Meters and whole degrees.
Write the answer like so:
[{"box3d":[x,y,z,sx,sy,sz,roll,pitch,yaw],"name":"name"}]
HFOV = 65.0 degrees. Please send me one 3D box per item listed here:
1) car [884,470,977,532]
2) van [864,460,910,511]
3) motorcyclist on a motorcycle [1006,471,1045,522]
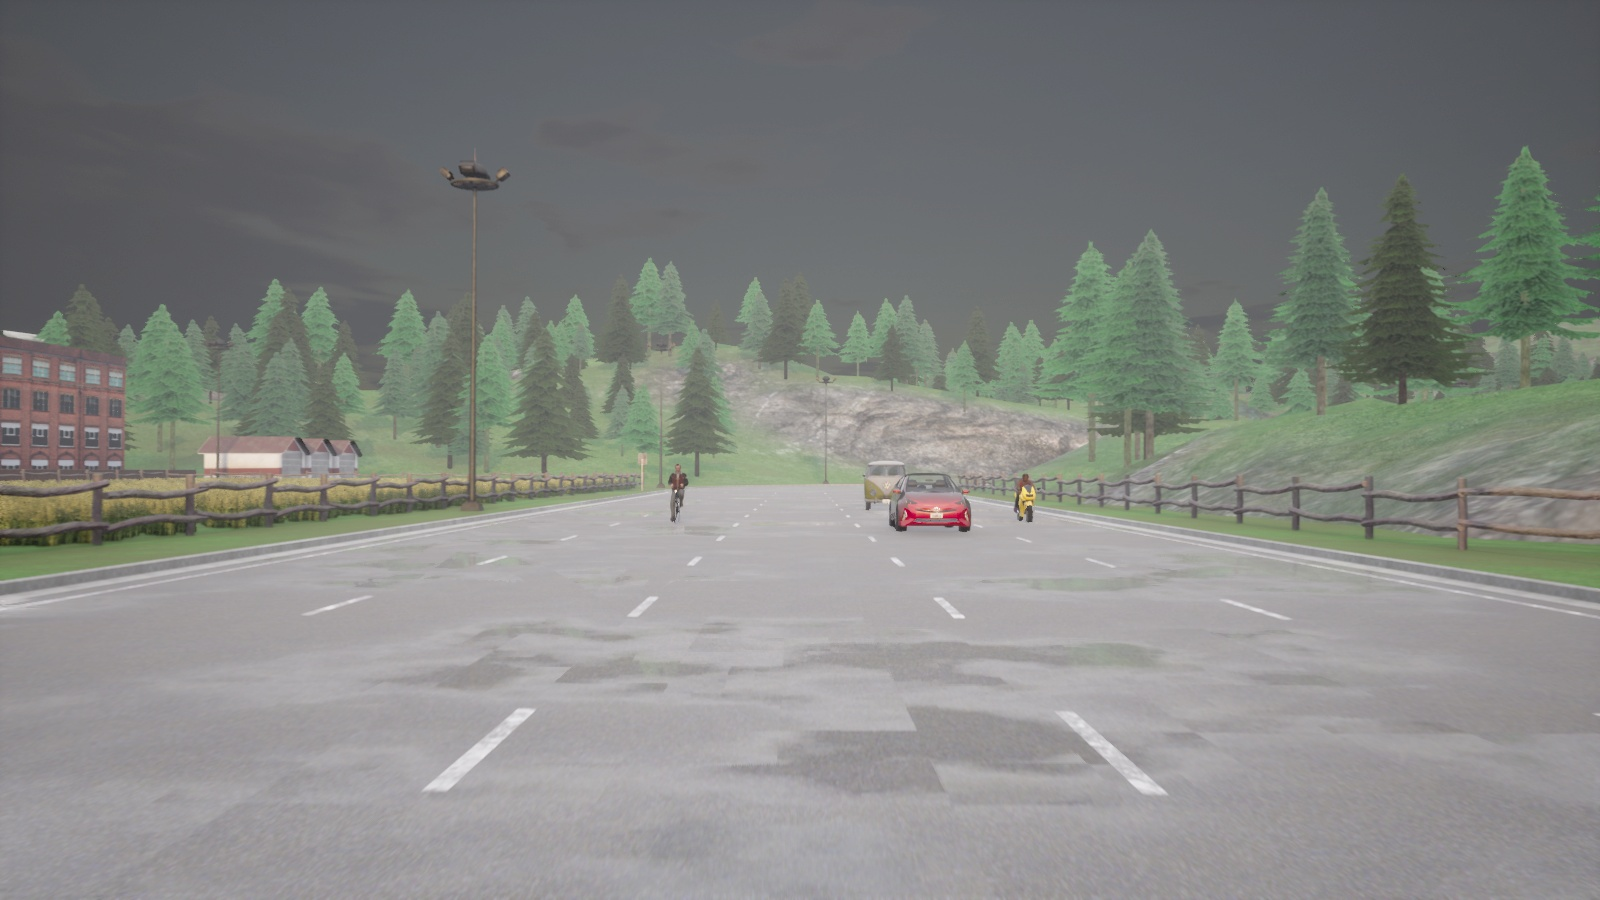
[{"box3d":[3.423,1.311,33.667,2.007,1.525,4.514,0,-1,0],"name":"car"},{"box3d":[3.494,1.408,51.172,1.775,1.987,4.442,0,-1,3],"name":"van"},{"box3d":[6.927,1.415,38.594,0.797,1.523,2.044,0,-1,-1],"name":"motorcyclist on a motorcycle"}]
